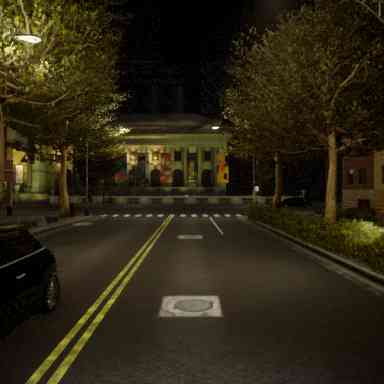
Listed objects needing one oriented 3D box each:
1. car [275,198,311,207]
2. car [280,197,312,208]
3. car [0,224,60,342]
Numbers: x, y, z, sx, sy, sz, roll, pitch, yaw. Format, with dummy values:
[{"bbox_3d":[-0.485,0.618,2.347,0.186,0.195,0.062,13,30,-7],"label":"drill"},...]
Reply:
[{"bbox_3d":[15.164,1.601,50.079,4.718,1.301,1.895,0,0,0],"label":"car"},{"bbox_3d":[14.195,1.505,46.567,4.892,1.490,1.837,0,0,0],"label":"car"},{"bbox_3d":[-3.616,1.352,4.566,2.097,1.767,4.553,0,0,0],"label":"car"}]
